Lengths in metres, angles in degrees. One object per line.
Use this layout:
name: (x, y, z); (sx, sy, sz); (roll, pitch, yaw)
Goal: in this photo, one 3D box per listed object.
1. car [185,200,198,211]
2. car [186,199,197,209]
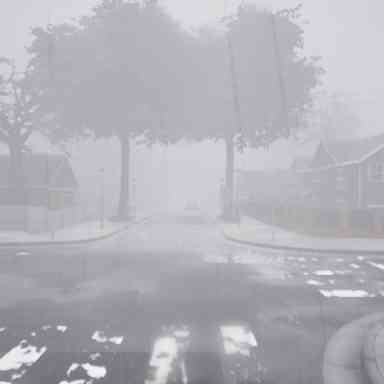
car: (-0.062, 2.386, 54.220); (1.994, 1.385, 4.181); (0, -1, 0)
car: (-0.073, 2.341, 64.240); (2.097, 1.767, 4.553); (0, -1, 0)
